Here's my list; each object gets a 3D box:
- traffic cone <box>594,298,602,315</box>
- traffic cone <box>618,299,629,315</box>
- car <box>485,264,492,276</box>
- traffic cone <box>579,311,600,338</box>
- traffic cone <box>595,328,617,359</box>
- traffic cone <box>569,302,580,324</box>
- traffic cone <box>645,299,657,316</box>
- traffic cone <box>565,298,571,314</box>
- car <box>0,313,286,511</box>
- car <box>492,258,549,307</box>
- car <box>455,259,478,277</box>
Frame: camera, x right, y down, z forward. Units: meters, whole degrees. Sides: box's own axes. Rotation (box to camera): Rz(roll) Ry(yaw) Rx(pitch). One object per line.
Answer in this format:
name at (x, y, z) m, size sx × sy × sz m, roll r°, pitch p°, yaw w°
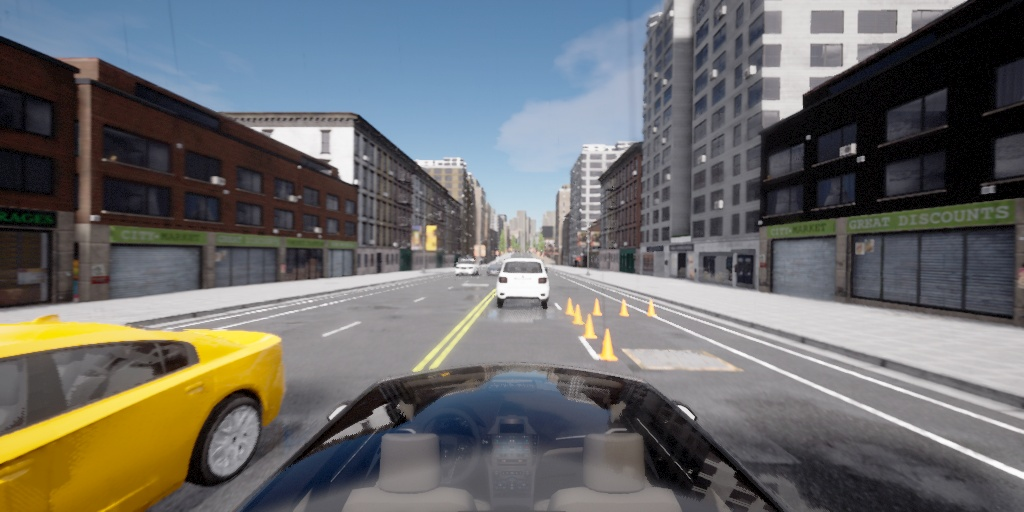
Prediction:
traffic cone at (3.152, 1.872, 13.352) m, size 0.340 × 0.580 × 0.340 m, roll 0°, pitch 0°, yaw 2°
traffic cone at (4.151, 1.886, 13.319) m, size 0.340 × 0.580 × 0.340 m, roll 0°, pitch 0°, yaw 2°
car at (-2.063, 1.738, 44.380) m, size 1.812 × 1.442 × 4.674 m, roll 1°, pitch -1°, yaw 2°
traffic cone at (2.025, 1.814, 9.386) m, size 0.340 × 0.580 × 0.340 m, roll 0°, pitch 0°, yaw 2°
traffic cone at (1.961, 1.792, 7.387) m, size 0.340 × 0.580 × 0.340 m, roll 0°, pitch 0°, yaw 2°
traffic cone at (2.089, 1.836, 11.385) m, size 0.340 × 0.580 × 0.340 m, roll 0°, pitch 0°, yaw 2°
traffic cone at (5.150, 1.899, 13.287) m, size 0.340 × 0.580 × 0.340 m, roll 0°, pitch 0°, yaw 2°
traffic cone at (2.153, 1.859, 13.384) m, size 0.340 × 0.580 × 0.340 m, roll 0°, pitch 0°, yaw 2°
car at (-3.427, 1.181, 1.787) m, size 1.882 × 1.535 × 5.008 m, roll 1°, pitch -1°, yaw 2°
car at (0.502, 1.139, 16.659) m, size 2.150 × 2.045 × 5.566 m, roll 1°, pitch 0°, yaw 2°
car at (-5.349, 1.373, 43.162) m, size 2.150 × 2.045 × 5.566 m, roll 1°, pitch -1°, yaw 2°
